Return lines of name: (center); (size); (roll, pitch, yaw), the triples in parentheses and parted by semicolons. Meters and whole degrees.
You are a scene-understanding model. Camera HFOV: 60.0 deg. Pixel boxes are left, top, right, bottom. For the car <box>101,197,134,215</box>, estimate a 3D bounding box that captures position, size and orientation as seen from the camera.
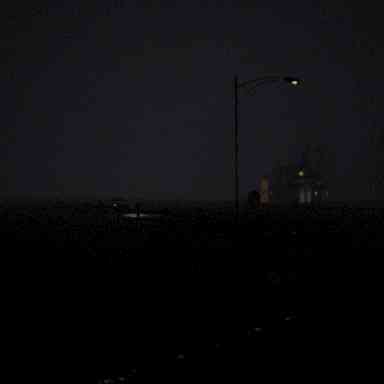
car: (-7.815, 1.318, 34.450); (2.097, 1.767, 4.553); (-1, 1, -37)
